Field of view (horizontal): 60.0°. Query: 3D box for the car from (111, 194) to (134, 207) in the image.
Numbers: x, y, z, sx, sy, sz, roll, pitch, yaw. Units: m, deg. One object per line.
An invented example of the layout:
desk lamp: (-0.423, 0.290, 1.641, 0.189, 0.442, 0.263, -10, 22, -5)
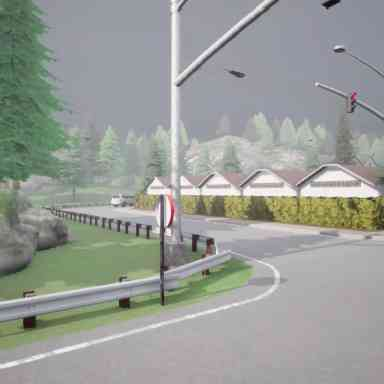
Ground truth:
car: (-10.501, 1.398, 53.881, 2.150, 2.045, 5.566, 0, 0, 36)
